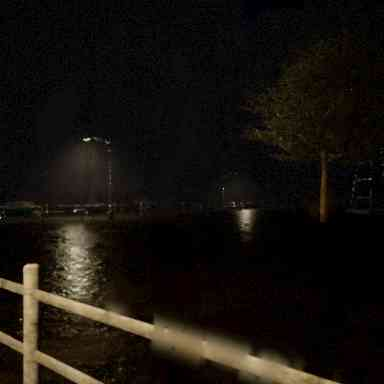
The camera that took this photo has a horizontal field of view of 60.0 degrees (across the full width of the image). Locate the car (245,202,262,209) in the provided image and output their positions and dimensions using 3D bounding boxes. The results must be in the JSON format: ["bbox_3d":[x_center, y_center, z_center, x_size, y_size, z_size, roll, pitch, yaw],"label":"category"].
[{"bbox_3d":[12.273,2.614,66.167,1.994,1.385,4.181,-2,-2,36],"label":"car"}]

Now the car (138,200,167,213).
[{"bbox_3d":[-5.585,2.041,47.579,2.097,1.767,4.553,-2,-2,36],"label":"car"}]

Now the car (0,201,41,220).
[{"bbox_3d":[-16.975,1.714,31.685,2.097,1.767,4.553,-2,-2,36],"label":"car"}]

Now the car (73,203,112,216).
[{"bbox_3d":[-11.652,2.003,39.106,2.128,1.511,4.902,-2,-2,36],"label":"car"}]
